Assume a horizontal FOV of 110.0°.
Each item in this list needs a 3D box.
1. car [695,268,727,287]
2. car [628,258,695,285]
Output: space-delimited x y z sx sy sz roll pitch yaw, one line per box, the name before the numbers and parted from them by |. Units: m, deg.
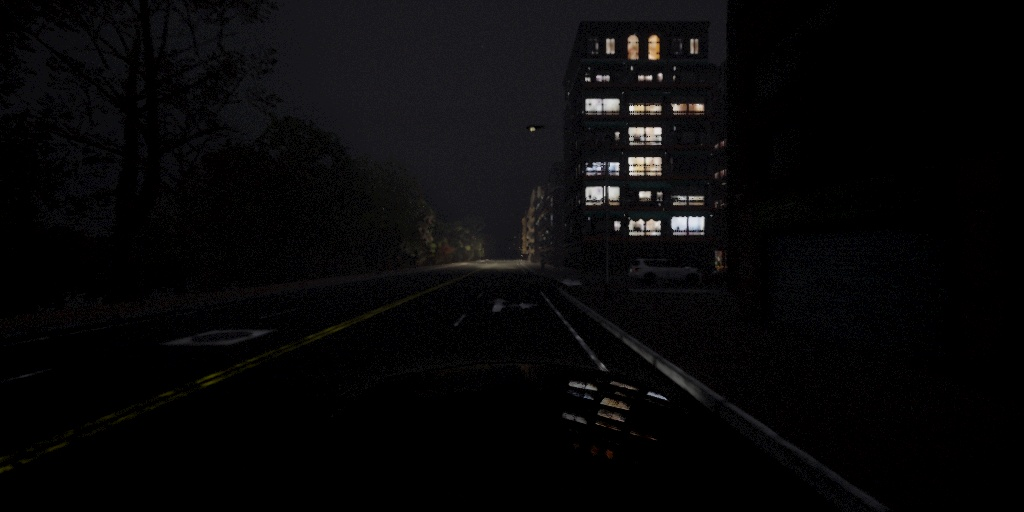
car | 16.333 1.606 26.210 4.507 1.381 1.888 0 0 0
car | 12.238 1.231 28.874 5.566 2.045 2.150 1 0 0
